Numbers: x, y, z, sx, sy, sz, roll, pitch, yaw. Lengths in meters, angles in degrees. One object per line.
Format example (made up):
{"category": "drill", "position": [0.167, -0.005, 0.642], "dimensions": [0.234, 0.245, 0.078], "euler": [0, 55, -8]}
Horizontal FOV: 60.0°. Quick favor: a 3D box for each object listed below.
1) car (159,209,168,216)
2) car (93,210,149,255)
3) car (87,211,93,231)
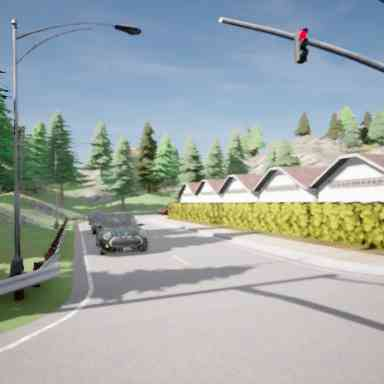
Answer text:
{"category": "car", "position": [-2.587, 3.000, 51.524], "dimensions": [4.718, 1.301, 1.895], "euler": [0, -2, -34]}
{"category": "car", "position": [-3.558, 1.942, 16.485], "dimensions": [2.097, 1.767, 4.553], "euler": [-1, -1, -19]}
{"category": "car", "position": [-6.966, 2.453, 26.254], "dimensions": [2.033, 1.411, 5.357], "euler": [-1, -1, -19]}
